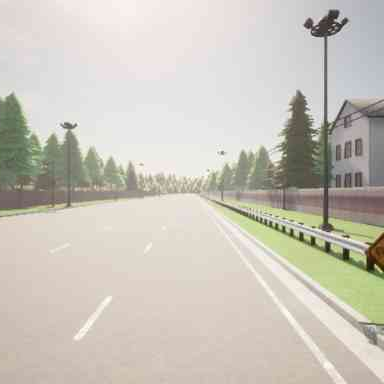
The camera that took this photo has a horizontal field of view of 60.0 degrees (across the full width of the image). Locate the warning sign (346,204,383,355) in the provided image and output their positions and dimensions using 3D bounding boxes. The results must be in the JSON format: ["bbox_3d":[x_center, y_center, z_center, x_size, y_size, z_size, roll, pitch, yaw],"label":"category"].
[{"bbox_3d":[3.050,1.112,4.652,1.300,1.860,1.060,0,0,0],"label":"warning sign"}]
